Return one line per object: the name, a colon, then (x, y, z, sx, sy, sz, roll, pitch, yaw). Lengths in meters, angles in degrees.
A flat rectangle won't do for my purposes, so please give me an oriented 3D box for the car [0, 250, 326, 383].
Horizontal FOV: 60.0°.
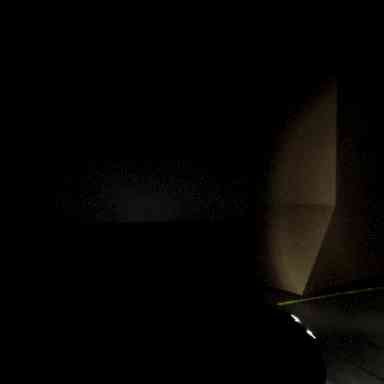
car: (-0.900, 1.334, 2.918, 4.553, 1.767, 2.097, 0, 1, -34)
